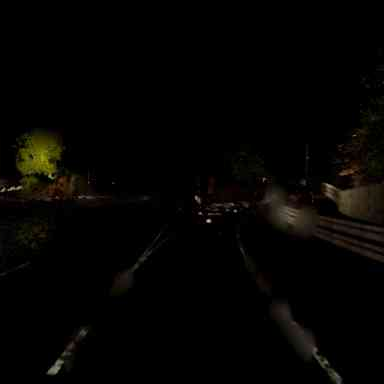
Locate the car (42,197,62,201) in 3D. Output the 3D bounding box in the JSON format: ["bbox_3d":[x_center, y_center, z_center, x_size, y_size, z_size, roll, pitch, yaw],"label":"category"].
[{"bbox_3d":[-24.517,1.701,59.958,1.882,1.535,5.008,0,0,0],"label":"car"}]

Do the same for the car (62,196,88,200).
[{"bbox_3d":[-21.019,1.701,60.039,1.882,1.535,5.008,0,0,0],"label":"car"}]

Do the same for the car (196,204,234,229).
[{"bbox_3d":[1.471,1.597,22.678,2.128,1.511,4.902,0,-1,10],"label":"car"}]

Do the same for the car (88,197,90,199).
[{"bbox_3d":[-24.508,1.836,76.109,2.033,1.411,5.357,0,0,0],"label":"car"}]

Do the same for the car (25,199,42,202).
[{"bbox_3d":[-28.014,1.820,59.629,1.895,1.301,4.718,0,0,0],"label":"car"}]

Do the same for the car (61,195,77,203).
[{"bbox_3d":[-28.008,1.651,75.927,2.097,1.767,4.553,0,0,0],"label":"car"}]

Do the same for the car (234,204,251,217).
[{"bbox_3d":[5.229,2.022,36.789,1.994,1.385,4.181,0,-1,20],"label":"car"}]

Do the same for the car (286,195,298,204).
[{"bbox_3d":[22.954,2.135,77.323,1.994,1.385,4.181,0,2,20],"label":"car"}]
